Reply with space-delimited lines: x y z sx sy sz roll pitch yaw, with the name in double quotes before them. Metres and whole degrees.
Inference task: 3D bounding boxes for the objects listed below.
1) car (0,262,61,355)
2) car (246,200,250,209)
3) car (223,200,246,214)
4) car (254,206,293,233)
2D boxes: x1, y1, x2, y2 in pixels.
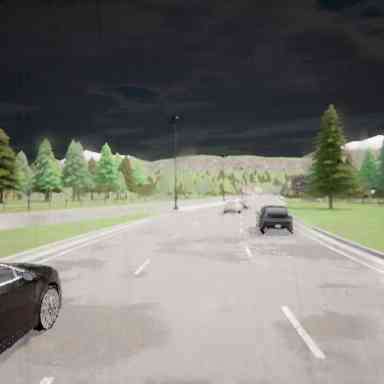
"car" -3.253 1.511 4.018 2.128 1.511 4.902 0 0 1
"car" 7.302 1.820 48.410 1.895 1.301 4.718 0 0 15
"car" 4.805 1.700 38.447 1.812 1.442 4.674 0 0 14
"car" 4.994 1.597 20.430 1.837 1.490 4.892 0 0 8
